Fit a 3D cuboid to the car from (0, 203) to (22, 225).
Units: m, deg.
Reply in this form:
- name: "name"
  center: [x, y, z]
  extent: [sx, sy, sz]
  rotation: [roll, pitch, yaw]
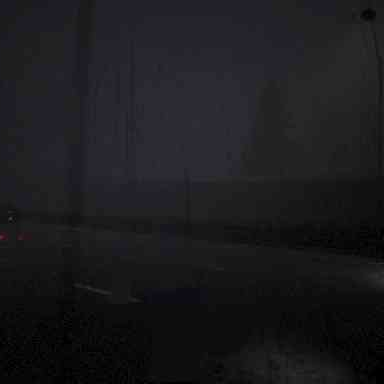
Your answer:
- name: "car"
  center: [-13.241, 1.457, 22.048]
  extent: [4.902, 1.511, 2.128]
  rotation: [0, 0, 36]

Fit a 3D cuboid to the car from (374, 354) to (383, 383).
- name: "car"
  center: [3.462, 1.529, 1.522]
  extent: [4.674, 1.442, 1.812]
  rotation: [0, 0, 36]
